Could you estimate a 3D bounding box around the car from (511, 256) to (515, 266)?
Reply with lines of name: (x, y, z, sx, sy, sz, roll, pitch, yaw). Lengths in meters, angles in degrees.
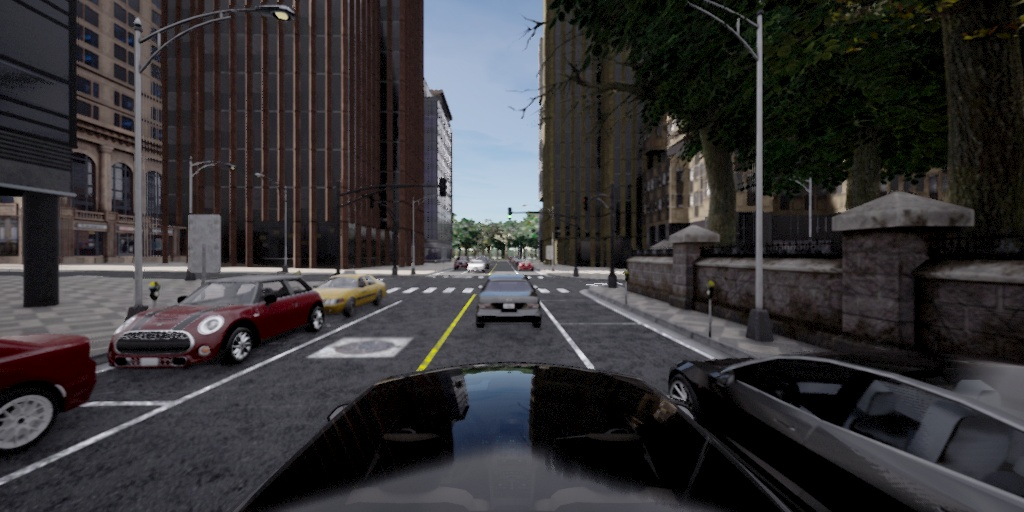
car: (1.303, 1.183, 61.703, 2.007, 1.370, 4.403, 0, 0, -1)

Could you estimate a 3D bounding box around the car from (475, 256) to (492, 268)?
car: (-4.302, 1.001, 51.720, 2.097, 1.767, 4.553, 0, 0, -1)

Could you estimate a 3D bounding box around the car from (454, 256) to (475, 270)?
car: (-6.951, 0.965, 50.620, 2.192, 1.841, 5.009, 0, 0, -1)

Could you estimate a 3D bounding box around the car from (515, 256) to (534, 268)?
car: (1.706, 1.101, 45.395, 1.967, 1.591, 4.097, 0, 0, -1)

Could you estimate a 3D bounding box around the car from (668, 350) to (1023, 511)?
car: (2.767, 1.314, 2.527, 1.948, 1.339, 4.313, 0, 0, -1)

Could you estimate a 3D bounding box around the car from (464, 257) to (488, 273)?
car: (-4.056, 1.194, 41.510, 1.812, 1.442, 4.674, 0, 0, -1)

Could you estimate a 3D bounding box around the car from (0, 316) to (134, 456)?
car: (-5.756, 1.293, 2.314, 1.888, 1.381, 4.507, 0, 0, -1)

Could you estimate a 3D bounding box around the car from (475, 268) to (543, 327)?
car: (-0.123, 1.276, 11.372, 2.033, 1.411, 5.357, 0, 0, -1)

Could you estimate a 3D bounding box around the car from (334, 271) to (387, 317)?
car: (-6.022, 1.249, 13.054, 1.751, 1.417, 4.829, 0, 0, -1)

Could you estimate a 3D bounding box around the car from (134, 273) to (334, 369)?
car: (-5.891, 1.176, 7.769, 1.967, 1.591, 4.097, 0, 0, -1)
